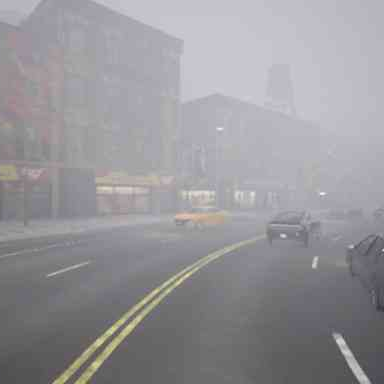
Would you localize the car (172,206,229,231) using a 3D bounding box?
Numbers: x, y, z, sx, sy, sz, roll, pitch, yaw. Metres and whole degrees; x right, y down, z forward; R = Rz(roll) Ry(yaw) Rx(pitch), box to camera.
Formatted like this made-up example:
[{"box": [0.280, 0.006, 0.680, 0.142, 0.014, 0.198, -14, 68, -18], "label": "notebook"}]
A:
[{"box": [0.684, 1.698, 22.600, 1.882, 1.535, 5.008, 0, -1, 36], "label": "car"}]

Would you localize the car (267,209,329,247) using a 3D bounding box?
[{"box": [5.123, 1.691, 16.328, 2.128, 1.511, 4.902, 0, -1, 30], "label": "car"}]

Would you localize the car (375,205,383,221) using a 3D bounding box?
[{"box": [18.665, 1.944, 30.977, 4.902, 1.511, 2.128, 1, -1, -43], "label": "car"}]

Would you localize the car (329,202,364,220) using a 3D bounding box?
[{"box": [15.071, 1.790, 32.731, 4.553, 1.767, 2.097, 1, -1, -42], "label": "car"}]

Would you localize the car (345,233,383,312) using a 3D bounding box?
[{"box": [4.851, 1.662, 7.611, 2.033, 1.411, 5.357, 0, -1, 17], "label": "car"}]
